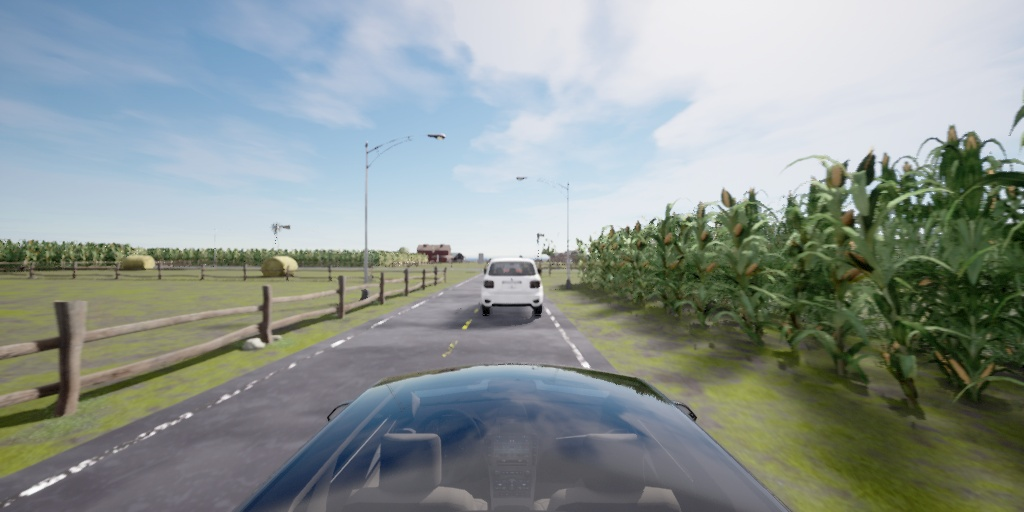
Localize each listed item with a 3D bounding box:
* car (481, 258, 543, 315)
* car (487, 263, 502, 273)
[{"bbox_3d":[0.012,1.107,14.379,2.150,2.045,5.566,0,0,0],"label":"car"},{"bbox_3d":[-2.759,1.824,57.379,2.128,1.511,4.902,0,-1,0],"label":"car"}]
